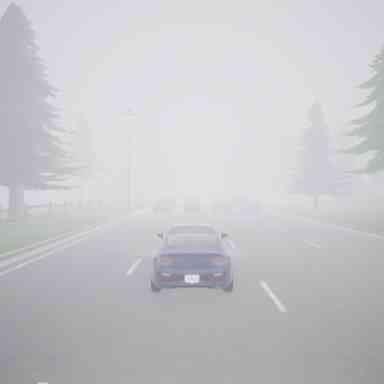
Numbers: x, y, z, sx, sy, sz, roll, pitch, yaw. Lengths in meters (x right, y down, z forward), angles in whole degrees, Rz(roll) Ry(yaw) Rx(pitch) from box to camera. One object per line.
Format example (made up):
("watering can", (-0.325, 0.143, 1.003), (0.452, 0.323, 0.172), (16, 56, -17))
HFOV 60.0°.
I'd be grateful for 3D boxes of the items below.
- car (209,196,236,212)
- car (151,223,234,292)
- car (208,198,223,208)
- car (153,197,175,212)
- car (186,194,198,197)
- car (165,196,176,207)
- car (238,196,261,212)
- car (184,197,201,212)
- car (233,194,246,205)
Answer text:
("car", (3.507, 1.544, 39.437), (2.128, 1.511, 4.902), (0, 0, 0))
("car", (0.002, 1.538, 8.825), (1.812, 1.442, 4.674), (0, 0, 0))
("car", (3.508, 1.668, 49.887), (1.895, 1.301, 4.718), (0, 0, 0))
("car", (-3.493, 1.601, 39.438), (2.033, 1.411, 5.357), (0, 0, 0))
("car", (0.008, 1.288, 49.888), (2.150, 2.045, 5.566), (0, 0, 0))
("car", (-3.492, 1.419, 49.829), (2.097, 1.767, 4.553), (0, 0, 0))
("car", (7.007, 1.579, 39.853), (1.812, 1.442, 4.674), (0, 0, 0))
("car", (0.007, 1.617, 39.854), (1.994, 1.385, 4.181), (0, 0, 0))
("car", (7.008, 1.288, 49.887), (2.150, 2.045, 5.566), (0, 0, 0))
